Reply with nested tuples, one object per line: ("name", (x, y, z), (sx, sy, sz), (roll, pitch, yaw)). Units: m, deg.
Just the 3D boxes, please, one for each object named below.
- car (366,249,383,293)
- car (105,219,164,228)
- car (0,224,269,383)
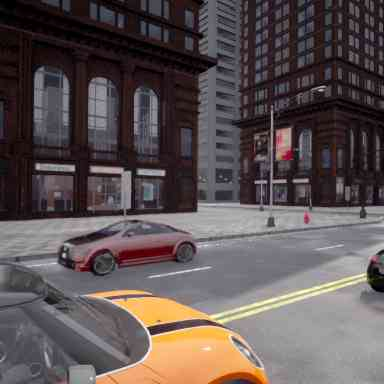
("car", (5.903, 1.576, 7.670), (4.181, 1.385, 1.994), (0, 0, -35))
("car", (-1.888, 1.566, 10.327), (4.181, 1.385, 1.994), (0, 0, -36))
("car", (-1.525, 1.352, 2.351), (4.553, 1.767, 2.097), (0, 0, -36))
